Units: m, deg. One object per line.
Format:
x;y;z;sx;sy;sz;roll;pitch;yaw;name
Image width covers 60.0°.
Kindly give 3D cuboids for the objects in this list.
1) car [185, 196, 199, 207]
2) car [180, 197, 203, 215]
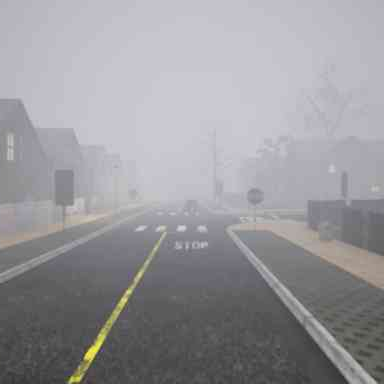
0.014;1.295;44.955;1.895;1.301;4.718;0;0;0;car
-0.013;1.312;31.087;1.812;1.442;4.674;0;0;0;car
